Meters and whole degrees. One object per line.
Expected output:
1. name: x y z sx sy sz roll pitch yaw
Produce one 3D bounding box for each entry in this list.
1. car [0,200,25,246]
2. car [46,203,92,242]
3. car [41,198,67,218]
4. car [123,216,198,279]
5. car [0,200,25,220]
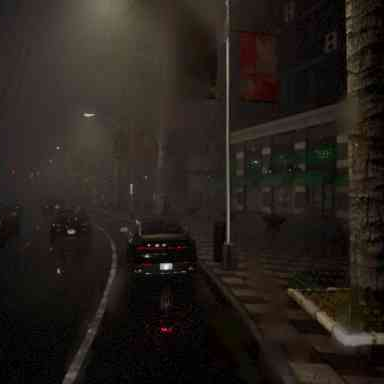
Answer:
1. car: -9.154 1.343 14.995 2.097 1.767 4.553 0 0 -19
2. car: -5.952 1.521 16.418 1.812 1.442 4.674 0 0 -20
3. car: -12.538 1.340 30.366 2.097 1.767 4.553 0 0 -27
4. car: -1.087 1.504 10.197 1.837 1.490 4.892 0 0 -11
5. car: -15.749 1.479 28.962 2.128 1.511 4.902 0 0 -27
